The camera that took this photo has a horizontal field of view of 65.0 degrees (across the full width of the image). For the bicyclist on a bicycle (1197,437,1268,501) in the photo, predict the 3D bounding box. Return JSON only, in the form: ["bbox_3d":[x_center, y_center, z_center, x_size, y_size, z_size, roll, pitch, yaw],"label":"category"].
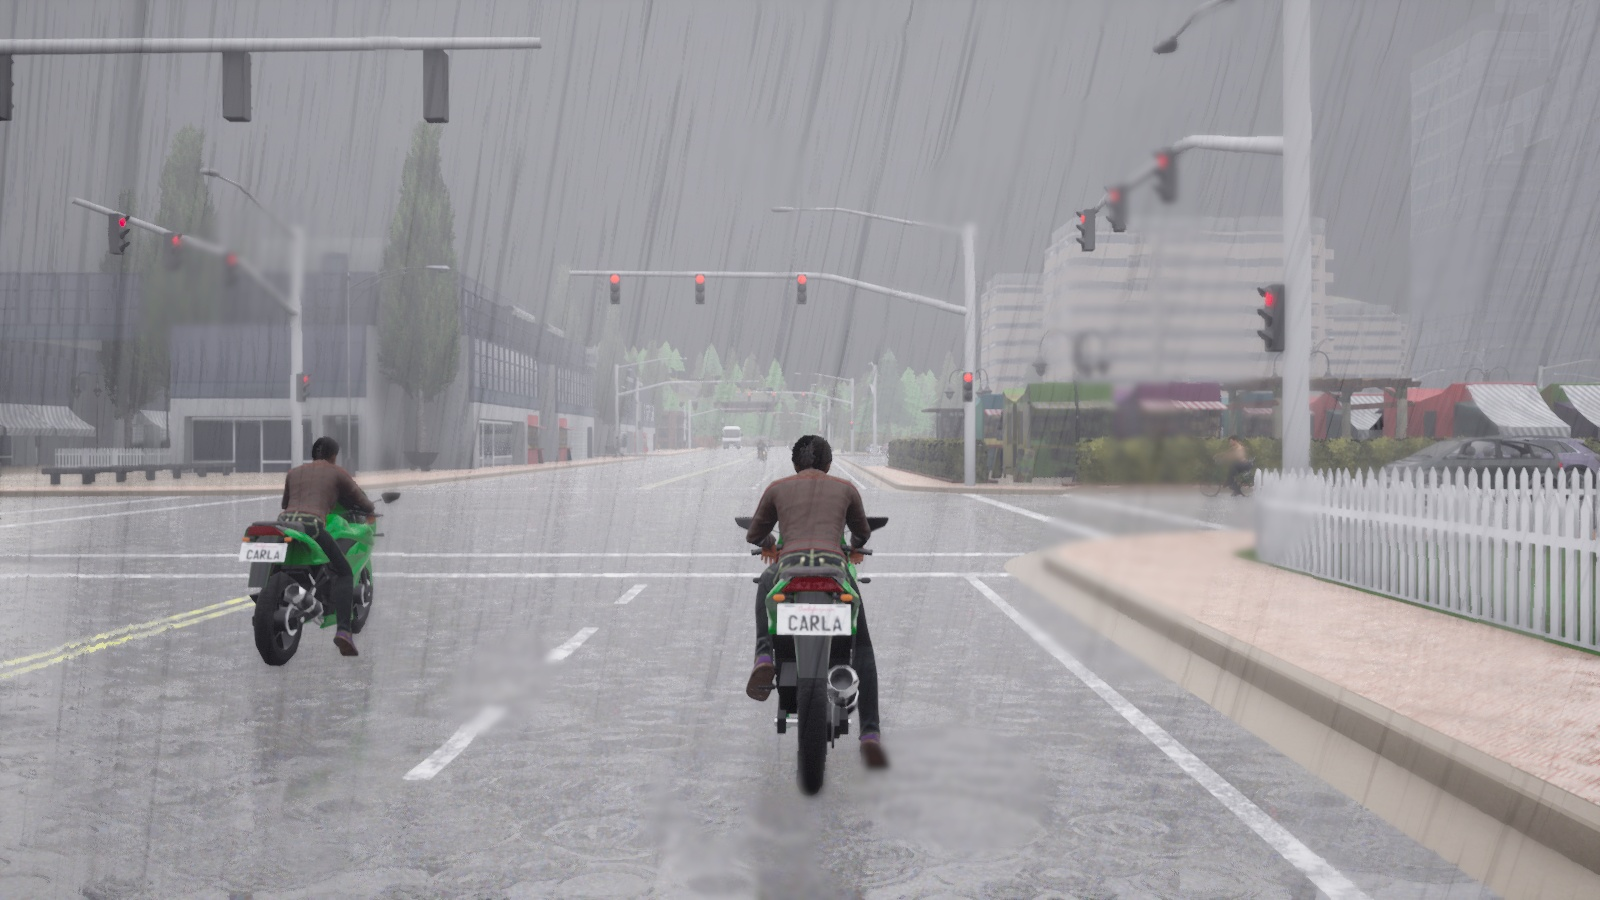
[{"bbox_3d":[11.005,0.469,31.966,1.509,1.612,0.866,0,0,-1],"label":"bicyclist on a bicycle"}]

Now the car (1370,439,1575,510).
[{"bbox_3d":[15.225,0.538,28.549,3.705,1.549,1.789,0,0,-1],"label":"car"}]

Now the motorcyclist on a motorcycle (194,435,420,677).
[{"bbox_3d":[-3.424,0.663,8.957,0.797,1.523,2.044,0,0,0],"label":"motorcyclist on a motorcycle"}]

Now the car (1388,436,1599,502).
[{"bbox_3d":[17.933,0.467,32.100,4.856,1.649,2.033,0,0,-1],"label":"car"}]

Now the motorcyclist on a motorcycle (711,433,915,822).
[{"bbox_3d":[0.056,0.687,5.932,0.797,1.523,2.044,0,0,0],"label":"motorcyclist on a motorcycle"}]
